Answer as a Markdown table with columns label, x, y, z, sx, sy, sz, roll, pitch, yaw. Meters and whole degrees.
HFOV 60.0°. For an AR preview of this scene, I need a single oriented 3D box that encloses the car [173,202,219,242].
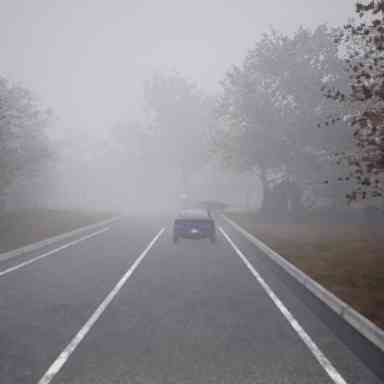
| label | x | y | z | sx | sy | sz | roll | pitch | yaw |
| --- | --- | --- | --- | --- | --- | --- | --- | --- | --- |
| car | 0.102 | 1.480 | 16.429 | 1.882 | 1.535 | 5.008 | 0 | 0 | 0 |

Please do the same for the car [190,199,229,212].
| label | x | y | z | sx | sy | sz | roll | pitch | yaw |
| --- | --- | --- | --- | --- | --- | --- | --- | --- | --- |
| car | 2.222 | 1.497 | 35.799 | 2.128 | 1.511 | 4.902 | -1 | -1 | 36 |

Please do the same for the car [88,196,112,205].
| label | x | y | z | sx | sy | sz | roll | pitch | yaw |
| --- | --- | --- | --- | --- | --- | --- | --- | --- | --- |
| car | -16.203 | 1.487 | 58.579 | 1.882 | 1.535 | 5.008 | -1 | 0 | 26 |

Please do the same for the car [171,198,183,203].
| label | x | y | z | sx | sy | sz | roll | pitch | yaw |
| --- | --- | --- | --- | --- | --- | --- | --- | --- | --- |
| car | -1.924 | 1.608 | 68.496 | 4.718 | 1.301 | 1.895 | 0 | 0 | -1 |
